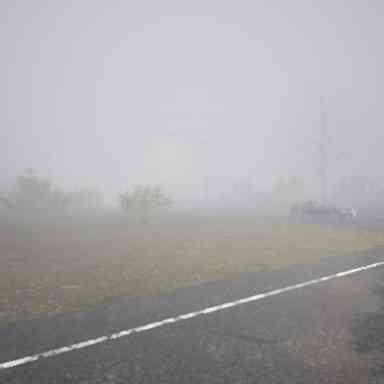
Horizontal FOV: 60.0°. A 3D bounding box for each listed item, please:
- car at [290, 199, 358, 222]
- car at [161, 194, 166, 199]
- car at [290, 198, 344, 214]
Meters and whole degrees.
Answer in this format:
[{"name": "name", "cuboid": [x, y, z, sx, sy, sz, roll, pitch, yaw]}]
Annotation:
[{"name": "car", "cuboid": [9.596, 1.290, 24.577, 2.128, 1.511, 4.902, -1, 1, -37]}, {"name": "car", "cuboid": [-5.287, 1.086, 55.746, 1.837, 1.490, 4.892, -1, 1, -37]}, {"name": "car", "cuboid": [12.176, 1.314, 32.751, 1.895, 1.301, 4.718, -1, 1, -37]}]
